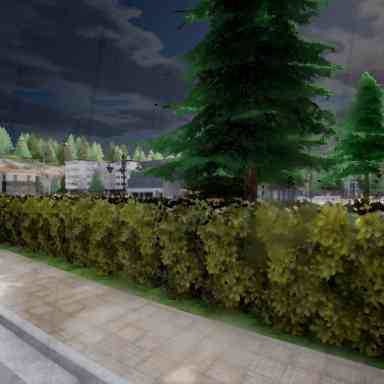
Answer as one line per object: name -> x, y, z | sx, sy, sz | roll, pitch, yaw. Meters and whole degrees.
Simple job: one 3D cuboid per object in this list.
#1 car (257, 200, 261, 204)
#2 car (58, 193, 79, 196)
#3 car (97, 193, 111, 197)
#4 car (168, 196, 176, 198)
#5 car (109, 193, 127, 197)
car -> 9.633, 1.352, 44.218 | 2.097, 1.767, 4.553 | 0, 0, 43
car -> -28.384, 1.154, 79.464 | 2.152, 1.636, 5.027 | 0, 0, 43
car -> -16.705, 1.097, 68.962 | 1.932, 1.855, 4.605 | 0, 0, 43
car -> -3.312, 1.374, 56.078 | 1.845, 1.501, 3.633 | 0, 0, 43
car -> -10.580, 1.384, 52.743 | 1.970, 1.475, 3.806 | 0, 0, 43
